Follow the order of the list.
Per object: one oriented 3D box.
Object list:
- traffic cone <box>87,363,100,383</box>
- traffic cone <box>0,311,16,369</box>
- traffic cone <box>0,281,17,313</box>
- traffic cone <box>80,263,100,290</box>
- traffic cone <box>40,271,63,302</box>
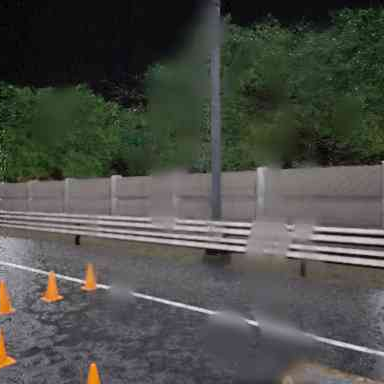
[{"bbox_3d":[-0.968,1.978,3.256,0.340,0.580,0.340,-1,0,36],"label":"traffic cone"},{"bbox_3d":[-2.591,1.993,4.425,0.340,0.580,0.340,-1,0,36],"label":"traffic cone"},{"bbox_3d":[-3.629,2.011,6.406,0.340,0.580,0.340,-1,-1,36],"label":"traffic cone"},{"bbox_3d":[-2.460,2.015,8.028,0.340,0.580,0.340,-1,-1,36],"label":"traffic cone"},{"bbox_3d":[-3.045,2.013,7.217,0.340,0.580,0.340,-1,-1,36],"label":"traffic cone"}]
